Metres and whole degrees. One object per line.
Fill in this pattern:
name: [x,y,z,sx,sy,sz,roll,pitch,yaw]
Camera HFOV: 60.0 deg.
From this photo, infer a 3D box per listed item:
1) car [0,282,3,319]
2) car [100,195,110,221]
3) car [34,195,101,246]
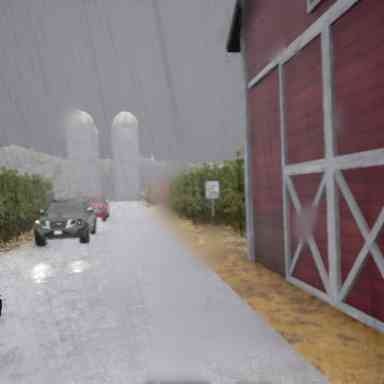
car: [-4.265,1.488,3.883,2.097,1.767,4.553,-2,0,-4]
car: [-8.017,1.268,27.339,2.150,2.045,5.566,-2,1,-10]
car: [-6.110,1.345,16.636,2.150,2.045,5.566,-2,0,-10]
